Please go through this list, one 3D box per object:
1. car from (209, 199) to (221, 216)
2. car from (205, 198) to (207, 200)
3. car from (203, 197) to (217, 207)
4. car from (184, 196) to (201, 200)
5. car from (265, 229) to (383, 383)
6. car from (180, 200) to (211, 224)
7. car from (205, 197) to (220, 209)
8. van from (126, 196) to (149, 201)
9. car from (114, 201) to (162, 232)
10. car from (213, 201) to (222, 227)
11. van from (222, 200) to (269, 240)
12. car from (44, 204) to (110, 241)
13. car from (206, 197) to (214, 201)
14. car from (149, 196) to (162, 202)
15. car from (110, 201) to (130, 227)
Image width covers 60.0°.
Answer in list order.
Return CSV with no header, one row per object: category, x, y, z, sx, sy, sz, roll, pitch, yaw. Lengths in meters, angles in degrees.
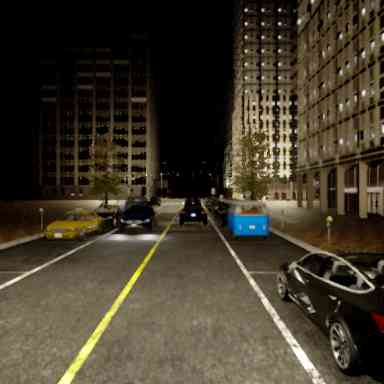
car,2.694,1.545,28.057,1.947,1.339,4.313,0,0,0
car,2.695,1.516,39.393,2.008,1.369,4.403,0,0,0
car,2.696,1.496,50.732,2.008,1.369,4.403,0,0,0
car,0.104,1.313,41.805,2.097,1.767,4.553,0,0,0
car,2.692,1.564,5.382,1.947,1.339,4.313,0,0,0
car,0.102,1.547,24.827,1.994,1.385,4.181,0,0,0
car,2.696,1.481,45.234,1.752,1.417,4.829,0,0,0
van,-5.685,1.314,33.725,1.690,1.788,3.998,0,0,0
car,-3.098,1.513,20.075,1.812,1.442,4.674,0,0,0
car,2.694,1.551,22.388,1.947,1.339,4.313,0,0,0
van,2.693,1.331,16.719,1.690,1.788,3.998,0,0,0
car,-5.687,1.516,16.550,1.752,1.417,4.829,0,0,0
car,2.695,1.498,33.896,1.752,1.417,4.829,0,0,0
car,-5.684,1.386,50.731,1.967,1.590,4.097,0,0,0
car,-5.687,1.536,22.388,2.008,1.369,4.403,0,0,0
